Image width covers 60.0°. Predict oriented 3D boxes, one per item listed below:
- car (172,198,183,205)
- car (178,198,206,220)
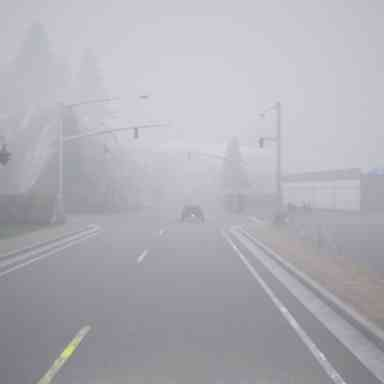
[{"bbox_3d":[-1.593,1.694,61.920,1.895,1.301,4.718,0,0,38],"label":"car"},{"bbox_3d":[0.070,1.549,28.172,1.837,1.490,4.892,0,0,0],"label":"car"}]
